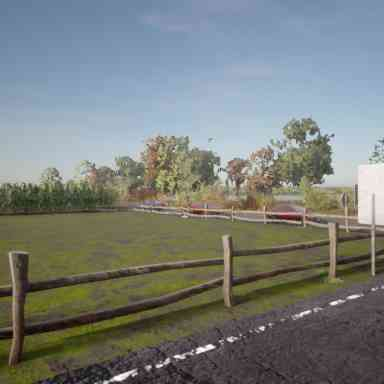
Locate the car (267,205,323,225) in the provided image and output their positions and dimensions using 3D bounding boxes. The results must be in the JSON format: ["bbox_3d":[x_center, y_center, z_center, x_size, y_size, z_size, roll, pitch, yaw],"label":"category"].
[{"bbox_3d":[8.108,1.755,26.632,1.812,1.442,4.674,-1,0,-35],"label":"car"}]

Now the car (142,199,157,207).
[{"bbox_3d":[-8.643,2.252,67.409,2.128,1.511,4.902,0,0,-19],"label":"car"}]

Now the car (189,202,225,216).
[{"bbox_3d":[1.585,1.865,36.143,1.882,1.535,5.008,-1,-1,-33],"label":"car"}]

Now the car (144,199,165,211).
[{"bbox_3d":[-6.020,2.149,49.577,1.994,1.385,4.181,-1,-1,-23],"label":"car"}]
